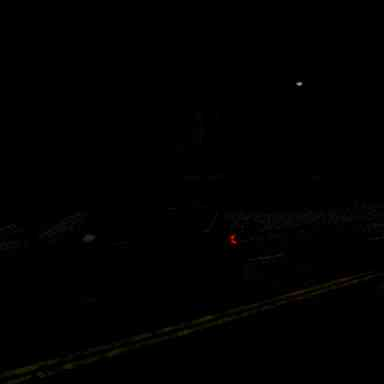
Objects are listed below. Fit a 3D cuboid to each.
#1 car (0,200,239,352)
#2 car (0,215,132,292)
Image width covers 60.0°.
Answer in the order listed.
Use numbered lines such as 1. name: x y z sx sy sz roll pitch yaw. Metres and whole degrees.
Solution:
1. car: -1.566 1.217 6.542 5.566 2.045 2.150 0 0 -35
2. car: -4.216 1.501 8.644 4.892 1.490 1.837 -1 0 -35
